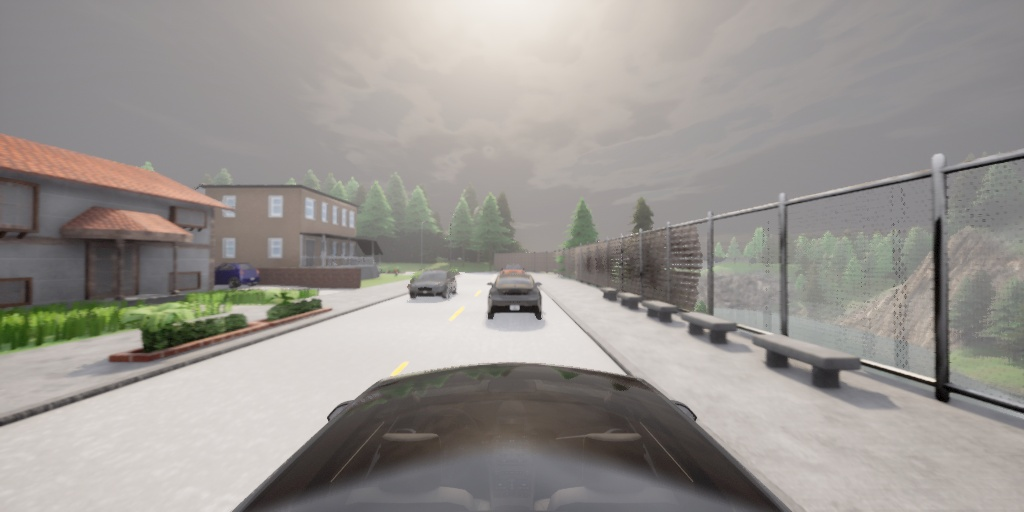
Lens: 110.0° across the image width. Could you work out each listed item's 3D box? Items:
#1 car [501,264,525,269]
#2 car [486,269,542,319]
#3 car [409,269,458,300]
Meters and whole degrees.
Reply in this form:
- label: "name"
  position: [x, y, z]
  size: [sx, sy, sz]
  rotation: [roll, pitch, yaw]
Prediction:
- label: "car"
  position: [0.085, 1.469, 31.426]
  size: [2.097, 1.767, 4.553]
  rotation: [0, -1, 0]
- label: "car"
  position: [0.092, 1.401, 13.573]
  size: [1.837, 1.490, 4.892]
  rotation: [0, -1, 0]
- label: "car"
  position: [-4.103, 1.472, 19.336]
  size: [1.837, 1.490, 4.892]
  rotation: [0, -1, 0]
